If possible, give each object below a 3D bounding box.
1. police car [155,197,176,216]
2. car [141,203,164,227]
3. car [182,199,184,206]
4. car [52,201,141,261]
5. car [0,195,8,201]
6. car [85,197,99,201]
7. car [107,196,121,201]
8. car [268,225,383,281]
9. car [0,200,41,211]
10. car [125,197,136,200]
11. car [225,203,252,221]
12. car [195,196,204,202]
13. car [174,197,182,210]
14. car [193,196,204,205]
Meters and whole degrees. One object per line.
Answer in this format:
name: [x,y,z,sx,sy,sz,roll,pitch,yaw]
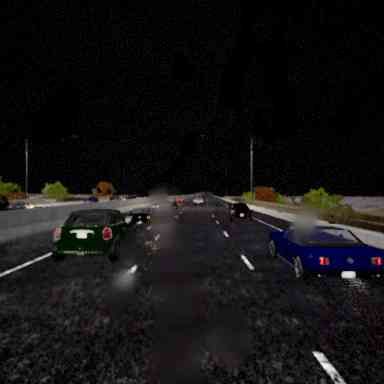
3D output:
police car: [-3.137,1.612,34.553,2.038,1.542,4.974,0,0,1]
car: [-3.327,1.668,23.616,1.895,1.301,4.718,0,0,1]
car: [-2.548,1.550,56.451,2.097,1.767,4.553,0,0,2]
car: [-3.449,1.385,12.589,2.097,1.767,4.553,0,0,0]
car: [-17.358,1.295,27.600,2.150,2.045,5.566,0,0,1]
car: [-19.724,1.745,65.834,1.812,1.442,4.674,0,0,2]
car: [-16.104,1.576,68.760,2.097,1.767,4.553,0,0,2]
car: [3.639,1.629,9.906,1.895,1.301,4.718,0,0,0]
car: [-13.875,1.620,26.841,2.033,1.411,5.357,0,0,1]
car: [-12.609,1.724,68.579,1.837,1.490,4.892,0,0,2]
car: [3.846,1.611,27.722,1.812,1.442,4.674,0,0,1]
car: [2.013,1.703,83.097,2.128,1.511,4.902,0,0,3]
car: [-2.877,1.643,45.518,2.128,1.511,4.902,0,0,2]
car: [1.259,1.848,65.566,1.895,1.301,4.718,0,0,2]
